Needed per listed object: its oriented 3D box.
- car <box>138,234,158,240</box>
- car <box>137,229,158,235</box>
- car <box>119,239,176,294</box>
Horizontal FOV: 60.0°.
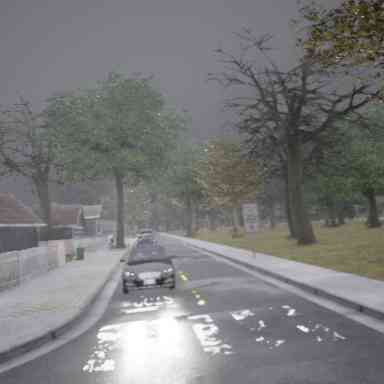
[{"bbox_3d":[-3.406,4.224,25.250,2.033,1.411,5.357,-3,-6,-8],"label":"car"},{"bbox_3d":[-6.104,6.059,44.924,2.150,2.045,5.566,-3,-6,-8],"label":"car"},{"bbox_3d":[-1.722,2.883,13.170,2.128,1.511,4.902,-3,-5,-8],"label":"car"}]
